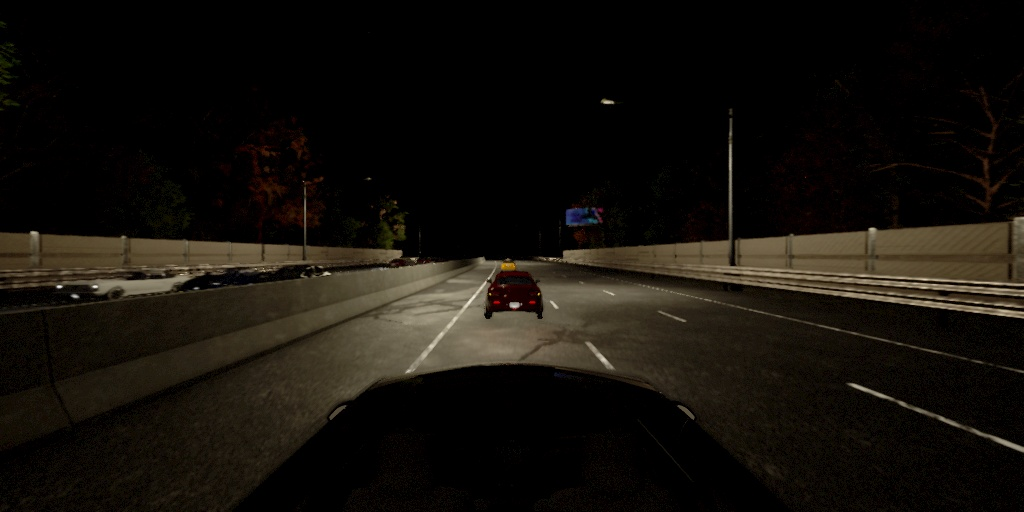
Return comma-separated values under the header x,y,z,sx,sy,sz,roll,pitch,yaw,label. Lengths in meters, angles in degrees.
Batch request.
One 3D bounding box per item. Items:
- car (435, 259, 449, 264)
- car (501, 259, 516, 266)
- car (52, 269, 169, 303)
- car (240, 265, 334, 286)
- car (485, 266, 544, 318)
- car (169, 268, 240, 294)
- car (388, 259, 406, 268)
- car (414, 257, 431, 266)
x,y,z,sx,sy,sz,roll,pitch,yaw,label
-11.489,1.139,59.024,1.812,1.442,4.674,0,0,-1,car
-0.428,1.104,44.108,1.801,1.575,5.366,0,0,-1,car
-17.673,1.321,16.707,1.895,1.301,4.718,0,0,0,car
-10.684,1.220,17.879,1.837,1.490,4.892,0,0,0,car
0.068,1.250,12.691,1.812,1.442,4.674,0,0,0,car
-14.187,1.280,18.089,1.994,1.385,4.181,0,0,-1,car
-18.462,1.145,57.830,1.812,1.442,4.674,0,0,-1,car
-15.033,0.963,60.509,2.097,1.767,4.553,0,0,-1,car
